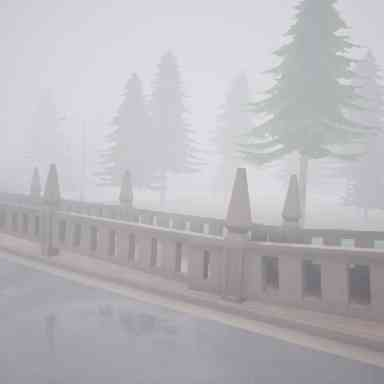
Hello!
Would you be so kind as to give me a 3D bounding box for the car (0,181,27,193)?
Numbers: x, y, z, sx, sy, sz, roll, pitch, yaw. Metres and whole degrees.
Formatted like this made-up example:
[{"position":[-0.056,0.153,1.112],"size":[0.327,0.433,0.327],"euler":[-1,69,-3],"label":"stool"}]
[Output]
[{"position":[-21.257,-0.474,37.413],"size":[1.882,1.535,5.008],"euler":[4,3,37],"label":"car"}]
